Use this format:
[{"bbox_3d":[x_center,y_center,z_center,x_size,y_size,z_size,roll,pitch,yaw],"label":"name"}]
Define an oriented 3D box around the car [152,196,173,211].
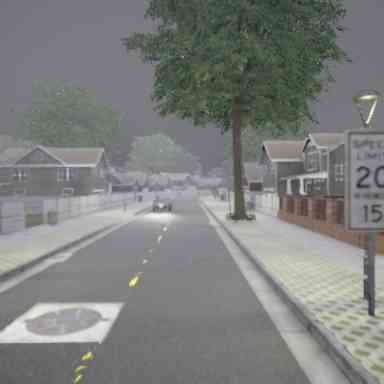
[{"bbox_3d":[-2.969,1.128,34.319,2.128,1.511,4.902,0,1,0],"label":"car"}]
